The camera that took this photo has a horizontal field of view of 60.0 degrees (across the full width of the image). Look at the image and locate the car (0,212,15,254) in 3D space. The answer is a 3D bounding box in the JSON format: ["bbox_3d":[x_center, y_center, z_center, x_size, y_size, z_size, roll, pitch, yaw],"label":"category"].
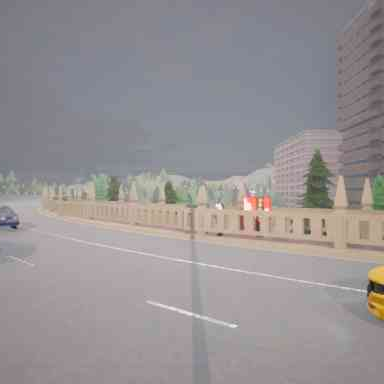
[{"bbox_3d":[-7.953,1.493,11.048,4.902,1.511,2.128,0,0,44],"label":"car"}]

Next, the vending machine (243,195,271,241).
[{"bbox_3d":[3.120,1.195,16.002,0.880,2.100,1.100,0,0,41],"label":"vending machine"}]

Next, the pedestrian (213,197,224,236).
[{"bbox_3d":[1.302,1.141,15.667,0.375,1.860,0.375,0,0,41],"label":"pedestrian"}]

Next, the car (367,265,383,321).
[{"bbox_3d":[5.253,1.478,4.636,5.008,1.535,1.882,0,0,34],"label":"car"}]

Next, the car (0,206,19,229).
[{"bbox_3d":[-12.231,1.547,20.703,2.033,1.411,5.357,0,0,-39],"label":"car"}]
